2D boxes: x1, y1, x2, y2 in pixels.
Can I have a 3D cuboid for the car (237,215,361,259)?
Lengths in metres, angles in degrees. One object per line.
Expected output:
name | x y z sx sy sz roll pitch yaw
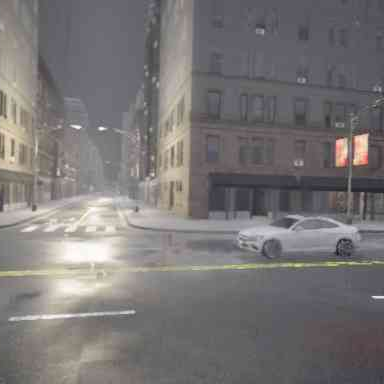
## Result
car | 4.012 1.592 12.461 4.674 1.442 1.812 1 0 -14
